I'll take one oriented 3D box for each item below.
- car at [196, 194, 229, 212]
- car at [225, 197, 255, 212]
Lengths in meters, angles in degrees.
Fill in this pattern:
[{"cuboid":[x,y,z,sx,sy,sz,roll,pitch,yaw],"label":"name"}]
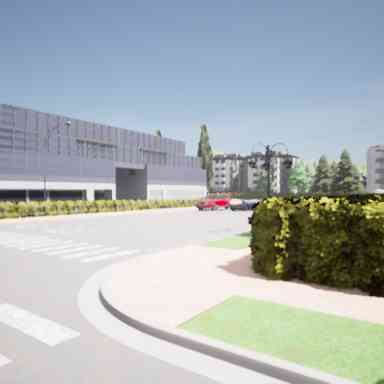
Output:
[{"cuboid":[2.732,1.232,40.301,2.150,2.045,5.566,0,0,35],"label":"car"},{"cuboid":[6.199,1.613,39.177,1.895,1.301,4.718,0,0,35],"label":"car"}]
